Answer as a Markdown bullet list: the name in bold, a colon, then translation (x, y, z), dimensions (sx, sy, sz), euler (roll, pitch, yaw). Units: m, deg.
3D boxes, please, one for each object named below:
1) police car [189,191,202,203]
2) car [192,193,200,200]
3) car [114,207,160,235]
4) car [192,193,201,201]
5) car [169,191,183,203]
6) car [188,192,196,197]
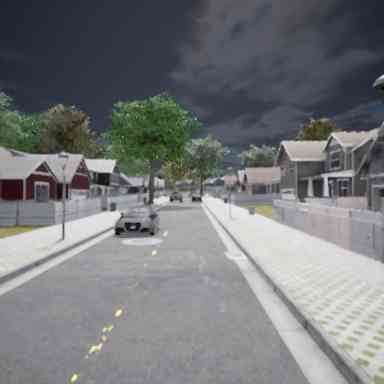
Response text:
- **police car**: translation (0.837, 1.036, 59.218), dimensions (1.930, 1.638, 5.238), euler (0, 1, 0)
- **car**: translation (0.840, 0.974, 75.112), dimensions (1.837, 1.490, 4.892), euler (0, 1, 0)
- **car**: translation (-2.844, 1.491, 17.970), dimensions (1.994, 1.385, 4.181), euler (0, 0, 0)
- **car**: translation (0.838, 1.028, 69.111), dimensions (1.837, 1.490, 4.892), euler (0, 1, 0)
- **car**: translation (-2.780, 0.835, 59.130), dimensions (2.150, 2.045, 5.566), euler (0, 0, 1)
- **car**: translation (0.019, 0.680, 93.896), dimensions (2.128, 1.511, 4.902), euler (0, 1, 0)
